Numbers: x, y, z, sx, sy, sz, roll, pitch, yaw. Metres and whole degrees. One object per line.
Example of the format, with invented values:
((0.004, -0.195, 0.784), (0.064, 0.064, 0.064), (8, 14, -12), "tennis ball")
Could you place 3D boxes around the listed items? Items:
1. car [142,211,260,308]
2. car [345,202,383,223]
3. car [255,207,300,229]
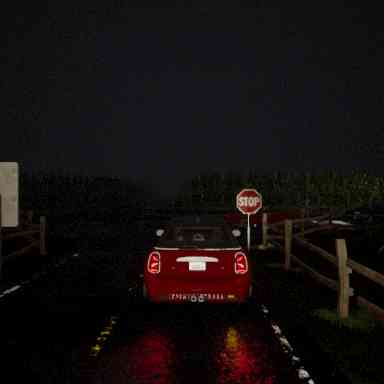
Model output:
((0.150, 1.351, 8.096), (2.097, 1.767, 4.553), (0, 0, 1), "car")
((13.242, 1.449, 23.741), (4.181, 1.385, 1.994), (0, 0, 0), "car")
((4.532, 1.564, 20.802), (4.718, 1.301, 1.895), (0, 0, 0), "car")
